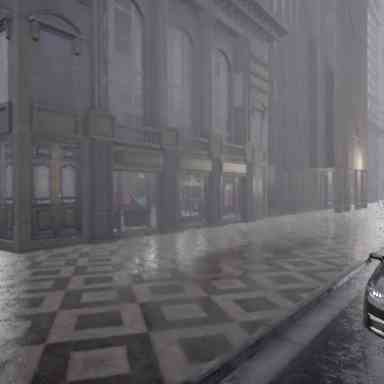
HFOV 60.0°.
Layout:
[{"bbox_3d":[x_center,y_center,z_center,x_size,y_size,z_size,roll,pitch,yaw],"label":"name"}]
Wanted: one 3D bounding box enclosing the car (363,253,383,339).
[{"bbox_3d":[4.529,1.489,6.024,2.128,1.511,4.902,0,0,39],"label":"car"}]
